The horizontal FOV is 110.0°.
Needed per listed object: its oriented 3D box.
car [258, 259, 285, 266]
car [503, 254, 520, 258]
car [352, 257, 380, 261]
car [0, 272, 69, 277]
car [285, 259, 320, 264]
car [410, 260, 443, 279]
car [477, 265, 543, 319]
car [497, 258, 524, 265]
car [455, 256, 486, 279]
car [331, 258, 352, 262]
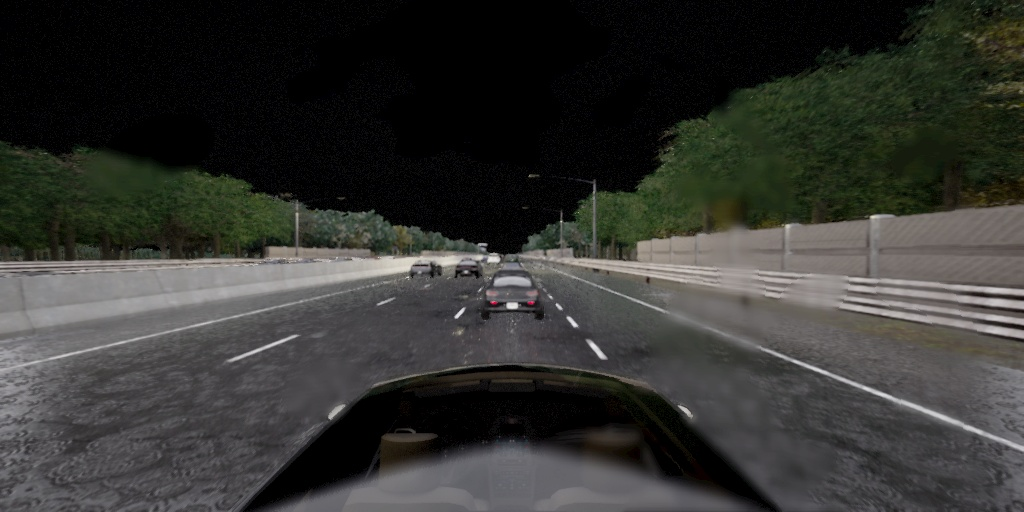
[{"bbox_3d":[-28.016,1.041,42.460,1.994,1.385,4.181,0,0,0],"label":"car"},{"bbox_3d":[0.066,0.671,55.366,2.150,2.045,5.566,0,0,0],"label":"car"},{"bbox_3d":[-17.506,0.954,44.455,1.882,1.535,5.008,0,0,1],"label":"car"},{"bbox_3d":[-17.517,1.252,12.624,1.895,1.301,4.718,0,0,1],"label":"car"},{"bbox_3d":[-24.515,1.042,42.769,1.994,1.385,4.181,0,0,0],"label":"car"},{"bbox_3d":[-6.966,1.040,29.485,2.128,1.511,4.902,0,0,0],"label":"car"},{"bbox_3d":[0.015,1.190,12.232,1.812,1.442,4.674,0,0,0],"label":"car"},{"bbox_3d":[0.036,1.117,29.467,1.994,1.385,4.181,0,0,0],"label":"car"},{"bbox_3d":[-3.464,1.029,29.490,1.882,1.535,5.008,0,0,0],"label":"car"},{"bbox_3d":[-21.003,0.979,44.504,1.837,1.490,4.892,0,0,1],"label":"car"}]
